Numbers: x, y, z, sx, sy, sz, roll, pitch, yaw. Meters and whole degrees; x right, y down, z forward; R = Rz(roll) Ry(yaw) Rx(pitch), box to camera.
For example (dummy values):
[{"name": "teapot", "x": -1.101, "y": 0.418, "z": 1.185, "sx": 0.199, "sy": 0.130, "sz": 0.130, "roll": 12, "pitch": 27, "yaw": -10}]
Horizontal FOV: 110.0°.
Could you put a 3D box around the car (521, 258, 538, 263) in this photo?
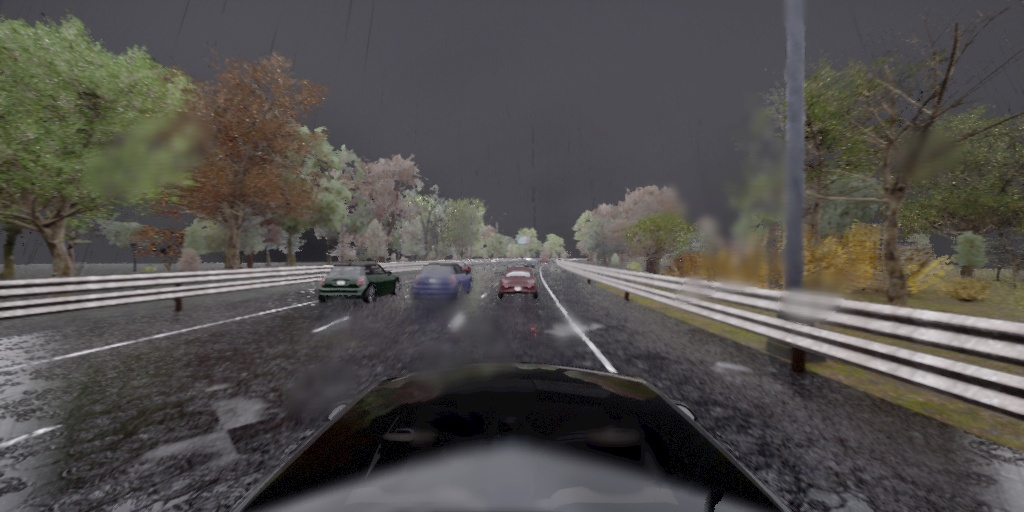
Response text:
[{"name": "car", "x": 3.037, "y": 1.429, "z": 60.953, "sx": 1.895, "sy": 1.301, "sz": 4.718, "roll": 0, "pitch": 0, "yaw": 5}]

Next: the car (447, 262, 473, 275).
[{"name": "car", "x": -5.654, "y": 1.369, "z": 39.526, "sx": 1.895, "sy": 1.301, "sz": 4.718, "roll": 0, "pitch": 0, "yaw": 4}]

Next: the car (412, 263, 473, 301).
[{"name": "car", "x": -3.197, "y": 1.104, "z": 17.342, "sx": 2.097, "sy": 1.767, "sz": 4.553, "roll": 0, "pitch": 0, "yaw": 2}]

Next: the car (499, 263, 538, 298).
[{"name": "car", "x": 0.351, "y": 1.291, "z": 18.367, "sx": 1.812, "sy": 1.442, "sz": 4.674, "roll": 0, "pitch": 0, "yaw": 2}]

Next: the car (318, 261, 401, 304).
[{"name": "car", "x": -6.733, "y": 1.091, "z": 16.383, "sx": 2.097, "sy": 1.767, "sz": 4.553, "roll": 0, "pitch": 0, "yaw": 2}]
